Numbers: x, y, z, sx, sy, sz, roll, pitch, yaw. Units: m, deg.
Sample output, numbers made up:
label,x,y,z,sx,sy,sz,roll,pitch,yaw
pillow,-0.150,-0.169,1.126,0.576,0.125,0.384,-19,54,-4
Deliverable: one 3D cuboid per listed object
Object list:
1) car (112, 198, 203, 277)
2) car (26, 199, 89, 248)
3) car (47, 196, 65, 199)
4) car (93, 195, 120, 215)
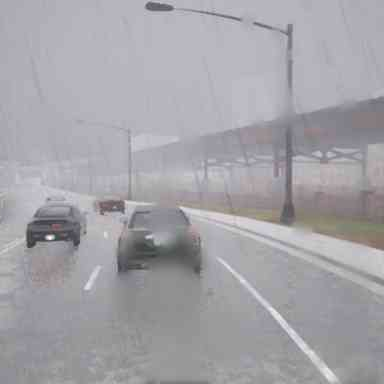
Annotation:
label,x,y,z,sx,sy,sz,roll,pitch,yaw
car,-1.069,1.151,9.933,2.097,1.767,4.553,-1,1,-9
car,-5.454,1.262,13.760,1.837,1.490,4.892,0,1,-14
car,-13.030,1.073,31.825,1.895,1.301,4.718,-1,1,-27
car,-6.846,0.968,27.173,1.882,1.535,5.008,-1,1,-25
